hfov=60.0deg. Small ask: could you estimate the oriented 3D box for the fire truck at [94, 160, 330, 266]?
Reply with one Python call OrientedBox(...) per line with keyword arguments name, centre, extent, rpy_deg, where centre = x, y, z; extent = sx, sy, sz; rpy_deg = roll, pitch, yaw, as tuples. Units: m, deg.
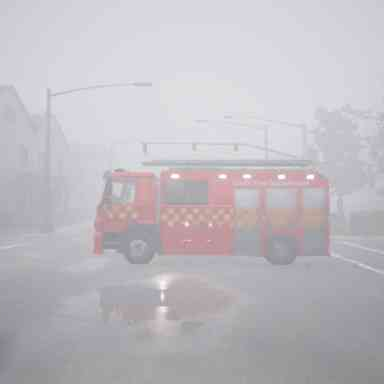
OrientedBox(name="fire truck", centre=(0.732, 0.750, 13.075), extent=(8.468, 3.827, 2.891), rpy_deg=(0, -2, 1))
